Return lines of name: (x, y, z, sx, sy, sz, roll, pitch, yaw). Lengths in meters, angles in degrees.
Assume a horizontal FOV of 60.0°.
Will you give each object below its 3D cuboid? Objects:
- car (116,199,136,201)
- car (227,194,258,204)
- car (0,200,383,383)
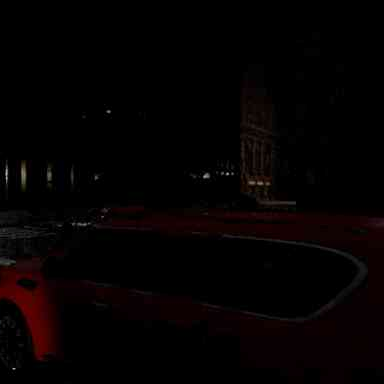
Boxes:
car: (-6.029, 1.382, 26.712, 2.097, 1.767, 4.553, 0, 0, 36)
car: (6.835, 1.277, 44.513, 2.150, 2.045, 5.566, 0, 0, 36)
car: (-0.129, 1.222, 3.779, 5.566, 2.045, 2.150, 0, 0, 36)
